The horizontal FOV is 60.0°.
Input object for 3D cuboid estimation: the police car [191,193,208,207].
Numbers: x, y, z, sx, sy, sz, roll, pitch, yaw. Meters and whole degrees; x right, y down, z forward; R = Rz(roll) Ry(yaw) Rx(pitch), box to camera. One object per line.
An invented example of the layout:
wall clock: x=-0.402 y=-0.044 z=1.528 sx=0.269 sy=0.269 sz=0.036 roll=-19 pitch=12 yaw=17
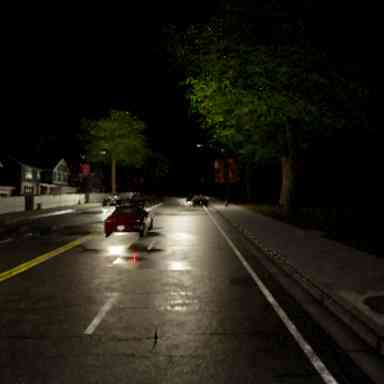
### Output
police car: x=1.120 y=1.129 z=44.211 sx=1.930 sy=1.638 sz=5.238 roll=0 pitch=0 yaw=0

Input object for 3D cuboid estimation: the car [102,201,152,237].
car: x=-3.154 y=1.401 z=17.026 sx=1.812 sy=1.442 sz=4.674 roll=0 pitch=0 yaw=0

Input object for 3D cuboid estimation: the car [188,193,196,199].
car: x=-0.032 y=1.059 z=83.126 sx=2.033 sy=1.411 sz=5.357 roll=0 pitch=0 yaw=0

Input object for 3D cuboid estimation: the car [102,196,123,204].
car: x=-9.850 y=1.209 z=41.583 sx=2.128 sy=1.511 sz=4.902 roll=0 pitch=0 yaw=0

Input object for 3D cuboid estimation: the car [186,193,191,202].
car: x=-0.024 y=1.144 z=62.363 sx=1.812 sy=1.442 sz=4.674 roll=0 pitch=0 yaw=0

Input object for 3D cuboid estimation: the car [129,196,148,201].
car: x=-6.600 y=1.197 z=41.132 sx=1.882 sy=1.535 sz=5.008 roll=0 pitch=0 yaw=0
